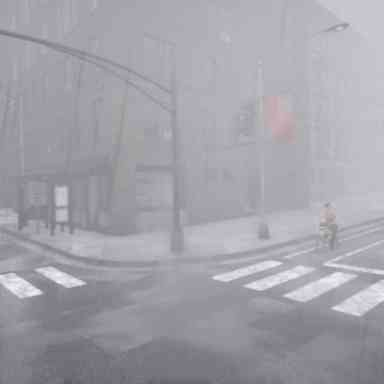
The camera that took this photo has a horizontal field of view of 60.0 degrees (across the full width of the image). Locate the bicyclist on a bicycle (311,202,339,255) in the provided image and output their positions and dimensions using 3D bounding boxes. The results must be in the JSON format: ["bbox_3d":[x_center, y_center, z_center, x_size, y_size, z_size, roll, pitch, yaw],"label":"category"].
[{"bbox_3d":[4.366,1.150,10.751,1.509,1.612,0.866,-3,1,-42],"label":"bicyclist on a bicycle"}]
